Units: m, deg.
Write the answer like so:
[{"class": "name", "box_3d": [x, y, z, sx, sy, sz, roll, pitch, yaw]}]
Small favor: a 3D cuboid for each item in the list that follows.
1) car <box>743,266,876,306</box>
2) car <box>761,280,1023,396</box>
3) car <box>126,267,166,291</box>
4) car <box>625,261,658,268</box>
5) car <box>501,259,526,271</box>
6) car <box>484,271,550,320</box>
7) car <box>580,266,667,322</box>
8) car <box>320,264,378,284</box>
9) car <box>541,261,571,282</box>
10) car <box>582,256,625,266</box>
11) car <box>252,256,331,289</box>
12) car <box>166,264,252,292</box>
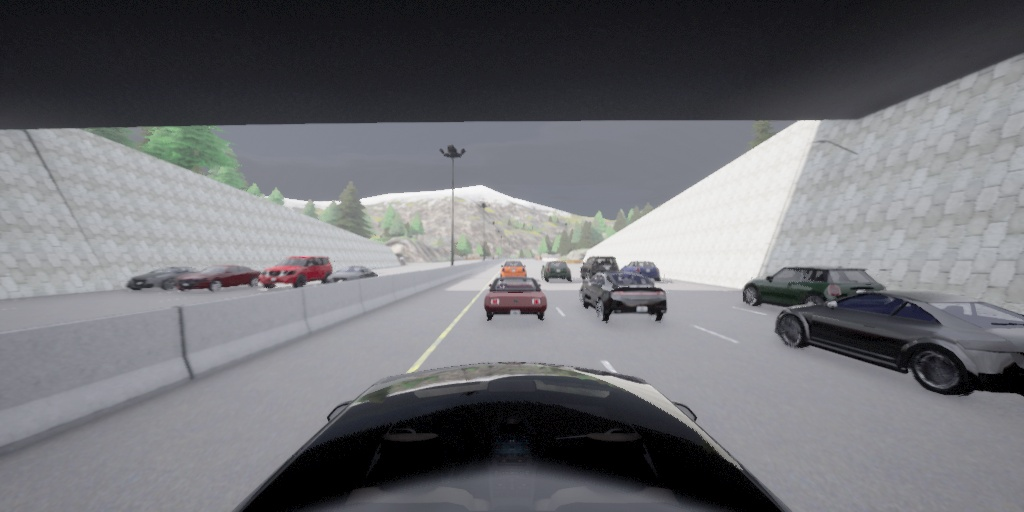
[{"class": "car", "box_3d": [10.606, 1.128, 12.977, 2.097, 1.767, 4.553, 0, 0, 0]}, {"class": "car", "box_3d": [7.103, 1.325, 6.625, 1.994, 1.385, 4.181, 0, 0, 0]}, {"class": "car", "box_3d": [-21.086, 1.359, 22.277, 1.994, 1.385, 4.181, 0, 0, 0]}, {"class": "car", "box_3d": [10.617, 1.166, 30.103, 2.097, 1.767, 4.553, 0, 0, 0]}, {"class": "car", "box_3d": [0.116, 1.165, 30.080, 2.097, 1.767, 4.553, 0, 0, 0]}, {"class": "car", "box_3d": [0.106, 1.375, 12.743, 1.895, 1.301, 4.718, 0, 0, 0]}, {"class": "car", "box_3d": [3.606, 1.265, 12.360, 2.128, 1.511, 4.902, 0, 0, 0]}, {"class": "car", "box_3d": [-10.584, 1.363, 24.012, 1.994, 1.385, 4.181, 0, 0, 0]}, {"class": "car", "box_3d": [3.616, 1.165, 30.084, 2.097, 1.767, 4.553, 0, 0, 0]}, {"class": "car", "box_3d": [7.117, 1.034, 29.479, 2.150, 2.045, 5.566, 0, 0, 0]}, {"class": "car", "box_3d": [-14.086, 1.020, 23.935, 2.150, 2.045, 5.566, 0, 0, 0]}, {"class": "car", "box_3d": [-17.587, 1.271, 21.818, 1.882, 1.535, 5.008, 0, 0, 0]}]
